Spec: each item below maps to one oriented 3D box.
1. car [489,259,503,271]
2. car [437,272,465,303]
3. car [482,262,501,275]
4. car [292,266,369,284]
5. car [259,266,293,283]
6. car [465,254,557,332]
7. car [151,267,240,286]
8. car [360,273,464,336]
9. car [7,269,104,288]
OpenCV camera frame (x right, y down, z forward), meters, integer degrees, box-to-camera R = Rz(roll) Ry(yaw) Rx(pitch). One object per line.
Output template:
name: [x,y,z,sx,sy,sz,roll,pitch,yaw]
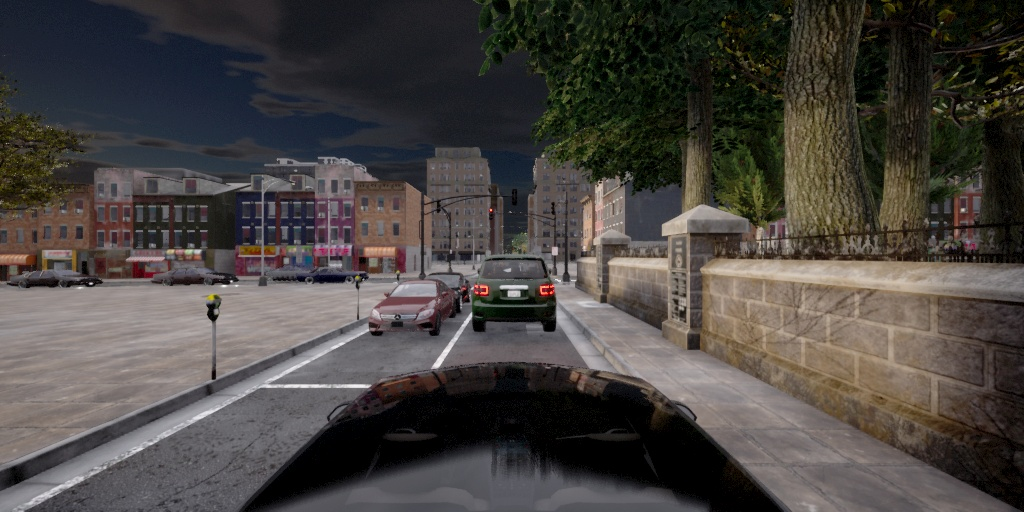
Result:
car: [-2.291,1.219,52.203,1.882,1.535,5.008,0,1,0]
car: [-2.637,1.316,13.999,1.948,1.339,4.313,0,0,0]
car: [-2.278,1.344,40.785,1.895,1.301,4.718,0,0,0]
car: [-13.357,1.480,26.900,4.718,1.301,1.895,-1,0,0]
car: [-18.494,1.500,29.819,4.181,1.385,1.994,-1,0,0]
car: [0.076,0.971,11.015,2.150,2.045,5.566,0,0,1]
car: [-23.690,1.556,26.867,5.357,1.411,2.033,-1,0,0]
car: [-2.637,1.332,10.336,1.802,1.307,4.207,0,0,0]
car: [-34.135,1.720,26.847,5.357,1.411,2.033,-1,0,1]
